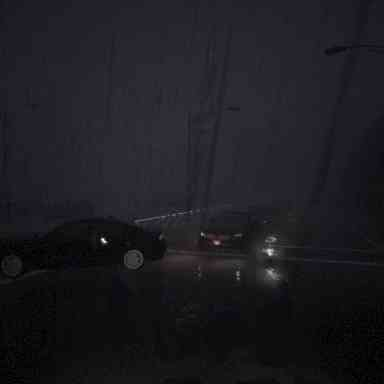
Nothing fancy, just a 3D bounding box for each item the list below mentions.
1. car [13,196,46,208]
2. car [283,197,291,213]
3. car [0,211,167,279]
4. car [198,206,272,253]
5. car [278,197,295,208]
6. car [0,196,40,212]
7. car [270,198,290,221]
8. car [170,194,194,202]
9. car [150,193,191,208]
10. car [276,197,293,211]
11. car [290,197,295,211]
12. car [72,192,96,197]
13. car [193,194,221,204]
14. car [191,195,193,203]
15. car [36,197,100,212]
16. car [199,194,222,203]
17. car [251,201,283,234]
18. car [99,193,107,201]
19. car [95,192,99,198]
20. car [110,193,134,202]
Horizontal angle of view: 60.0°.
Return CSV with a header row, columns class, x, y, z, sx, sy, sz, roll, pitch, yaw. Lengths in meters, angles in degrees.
class,x,y,z,sx,sy,sz,roll,pitch,yaw
car,-21.619,1.274,44.291,3.633,1.501,1.845,0,0,19
car,7.803,1.487,30.475,1.837,1.490,4.892,0,0,19
car,-3.264,1.475,9.850,5.008,1.535,1.882,0,0,-15
car,1.841,1.514,13.866,1.812,1.442,4.674,0,0,25
car,13.624,1.469,47.636,2.128,1.511,4.902,0,0,19
car,-15.061,1.356,29.403,3.806,1.475,1.970,0,0,19
car,5.916,1.475,24.914,2.128,1.511,4.902,0,0,19
car,-1.984,1.258,68.667,4.514,1.523,2.007,0,0,19
car,-2.892,1.075,41.752,4.605,1.855,1.932,0,0,19
car,11.734,1.484,42.063,1.837,1.490,4.892,0,0,19
car,9.852,1.544,36.510,1.994,1.385,4.181,0,0,19
car,-18.369,1.249,53.741,4.514,1.523,2.007,0,0,19
car,1.760,1.126,56.753,5.027,1.636,2.152,0,0,19
car,-2.349,1.053,44.636,3.866,1.878,1.905,0,0,19
car,-8.991,1.356,24.197,3.633,1.501,1.845,0,0,19
car,3.515,1.203,62.934,3.806,1.475,1.970,0,0,19
car,3.997,1.490,19.271,1.837,1.490,4.892,0,0,19
car,-20.090,1.015,70.948,3.866,1.878,1.905,0,0,19
car,-21.737,1.299,67.996,3.806,1.475,1.970,0,0,19
car,-13.694,1.046,65.309,4.605,1.855,1.932,0,0,19
